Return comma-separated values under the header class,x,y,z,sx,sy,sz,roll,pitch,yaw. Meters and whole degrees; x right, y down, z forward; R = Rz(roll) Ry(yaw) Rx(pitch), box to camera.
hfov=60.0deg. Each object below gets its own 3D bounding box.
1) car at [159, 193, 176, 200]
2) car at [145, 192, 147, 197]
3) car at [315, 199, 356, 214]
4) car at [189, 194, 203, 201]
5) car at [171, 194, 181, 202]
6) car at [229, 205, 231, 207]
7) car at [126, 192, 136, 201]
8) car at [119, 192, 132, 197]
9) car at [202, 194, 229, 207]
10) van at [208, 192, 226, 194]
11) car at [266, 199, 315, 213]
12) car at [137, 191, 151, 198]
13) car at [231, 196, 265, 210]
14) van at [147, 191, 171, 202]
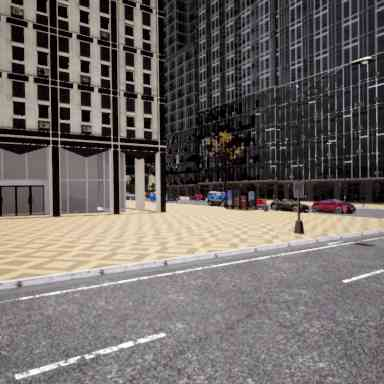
class,x,y,z,sx,sy,sz,roll,pitch,yaw
car,-5.403,0.936,72.486,1.802,1.307,4.206,0,1,-35
car,-8.631,0.615,77.161,2.192,1.841,5.009,0,1,-35
car,14.294,1.408,33.725,1.994,1.385,4.181,-1,1,-35
car,1.052,1.043,63.129,1.802,1.307,4.206,0,1,-35
car,-3.947,1.056,60.301,1.837,1.490,4.892,-1,1,-34
car,7.512,1.214,43.555,1.882,1.535,5.008,-1,1,-35
car,-12.301,1.040,67.728,2.008,1.369,4.403,0,1,-35
car,-18.313,0.689,91.198,2.008,1.369,4.403,0,1,-35
car,3.792,1.320,44.308,1.947,1.339,4.313,0,1,-35
van,4.279,0.855,58.448,1.690,1.788,3.998,0,1,-35
car,10.185,1.424,34.907,1.947,1.339,4.313,0,1,-35
car,-11.859,0.686,81.840,1.967,1.590,4.097,0,1,-35
car,6.971,1.388,39.597,1.802,1.307,4.206,0,1,-35
van,-5.846,0.937,58.369,1.690,1.788,3.998,0,1,-35
